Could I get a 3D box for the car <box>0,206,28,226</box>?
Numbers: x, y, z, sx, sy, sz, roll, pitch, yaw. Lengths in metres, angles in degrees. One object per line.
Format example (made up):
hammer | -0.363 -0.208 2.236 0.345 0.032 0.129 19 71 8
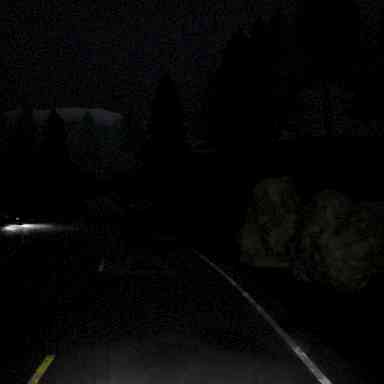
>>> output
car | -15.149 1.906 26.857 4.181 1.385 1.994 -1 -1 33
